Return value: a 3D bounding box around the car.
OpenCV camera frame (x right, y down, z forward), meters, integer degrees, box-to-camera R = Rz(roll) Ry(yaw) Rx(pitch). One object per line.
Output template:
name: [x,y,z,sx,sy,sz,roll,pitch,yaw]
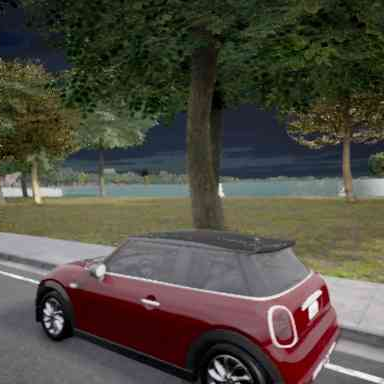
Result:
car: [-0.354,1.354,5.013,4.553,1.767,2.097,0,0,36]
